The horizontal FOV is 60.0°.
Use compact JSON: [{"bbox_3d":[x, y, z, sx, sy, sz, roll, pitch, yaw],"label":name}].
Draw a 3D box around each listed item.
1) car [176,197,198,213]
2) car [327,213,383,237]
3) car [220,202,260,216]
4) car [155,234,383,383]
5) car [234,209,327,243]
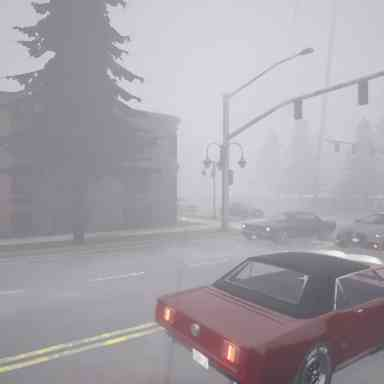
[{"bbox_3d":[-1.288,1.352,37.556,2.097,1.767,4.553,0,0,-33],"label":"car"},{"bbox_3d":[7.624,1.564,13.231,4.181,1.385,1.994,0,0,-33],"label":"car"},{"bbox_3d":[4.275,1.564,29.074,1.994,1.385,4.181,0,0,-33],"label":"car"},{"bbox_3d":[1.941,1.601,5.014,4.718,1.301,1.895,0,0,-34],"label":"car"},{"bbox_3d":[4.494,1.601,15.378,4.718,1.301,1.895,0,0,-34],"label":"car"}]
